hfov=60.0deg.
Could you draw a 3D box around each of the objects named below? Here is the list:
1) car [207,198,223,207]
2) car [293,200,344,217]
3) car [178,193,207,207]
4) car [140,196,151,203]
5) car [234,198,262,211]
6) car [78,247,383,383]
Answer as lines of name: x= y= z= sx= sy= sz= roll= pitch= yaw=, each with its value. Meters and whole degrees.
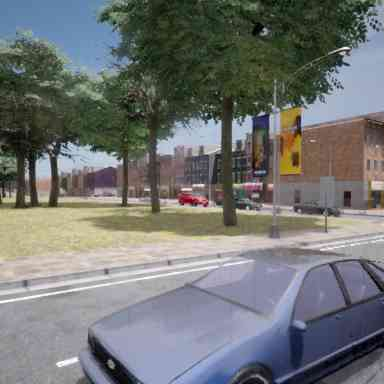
car: x=4.867 y=1.454 z=47.591 sx=2.128 sy=1.511 sz=4.902 roll=1 pitch=0 yaw=-35
car: x=12.178 y=1.588 z=32.240 sx=1.837 sy=1.490 sz=4.892 roll=1 pitch=0 yaw=-35
car: x=0.151 y=1.136 z=49.165 sx=2.150 sy=2.045 sz=5.566 roll=1 pitch=0 yaw=-35
car: x=-8.612 y=1.455 z=66.516 sx=1.895 sy=1.301 sz=4.718 roll=1 pitch=0 yaw=-35
car: x=6.352 y=1.496 z=40.431 sx=1.837 sy=1.490 sz=4.892 roll=1 pitch=0 yaw=-35
car: x=1.340 y=1.551 z=4.641 sx=5.357 sy=1.411 sz=2.033 roll=0 pitch=0 yaw=-36
